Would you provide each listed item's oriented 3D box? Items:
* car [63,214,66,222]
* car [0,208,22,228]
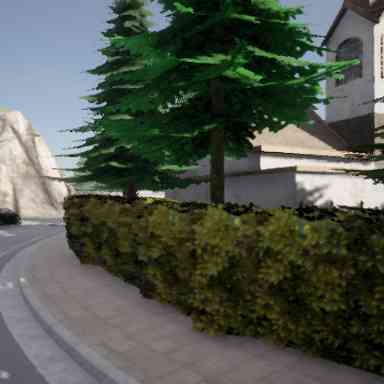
[{"bbox_3d":[-9.942,1.935,29.957,1.994,1.385,4.181,0,-1,3],"label":"car"},{"bbox_3d":[-13.786,1.827,23.303,1.994,1.385,4.181,0,-1,-1],"label":"car"}]
